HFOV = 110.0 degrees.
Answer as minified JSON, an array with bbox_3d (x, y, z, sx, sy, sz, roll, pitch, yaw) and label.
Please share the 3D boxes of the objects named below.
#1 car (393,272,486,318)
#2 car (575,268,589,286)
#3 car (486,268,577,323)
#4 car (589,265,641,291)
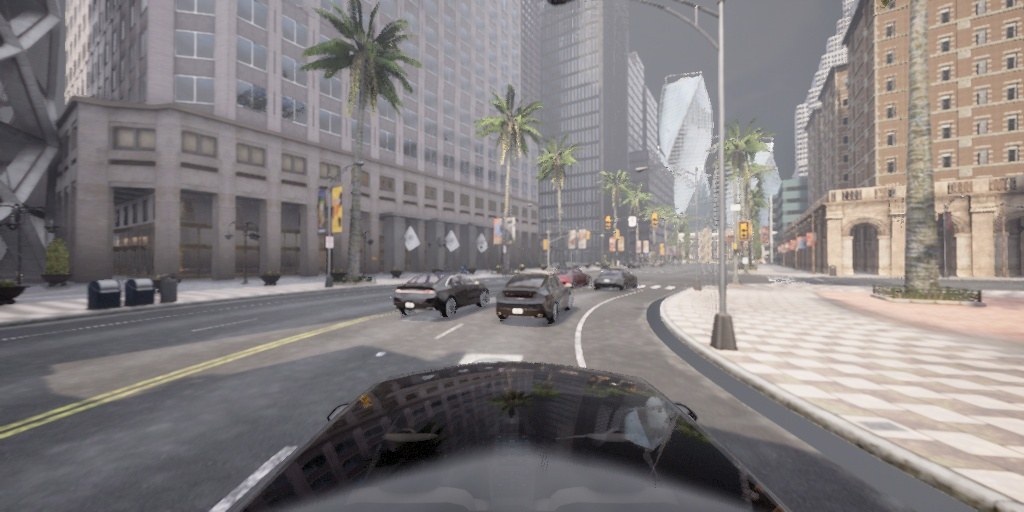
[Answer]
[{"bbox_3d":[-2.464,1.359,13.636,2.128,1.511,4.902,0,0,19],"label":"car"},{"bbox_3d":[4.239,1.556,26.275,1.994,1.385,4.181,0,-1,35],"label":"car"},{"bbox_3d":[0.935,1.366,12.791,1.837,1.490,4.892,0,0,19],"label":"car"},{"bbox_3d":[7.110,1.537,24.269,1.994,1.385,4.181,0,-1,34],"label":"car"}]
